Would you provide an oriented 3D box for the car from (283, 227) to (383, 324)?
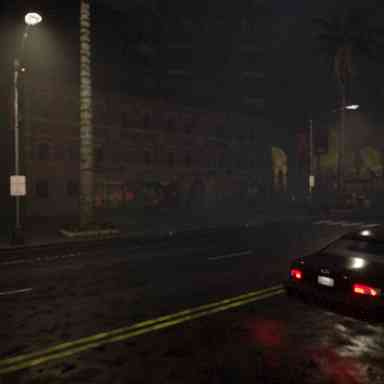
[{"bbox_3d":[4.208,1.461,6.860,5.357,1.411,2.033,-1,0,-36],"label":"car"}]
